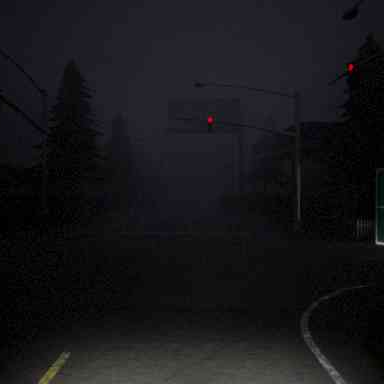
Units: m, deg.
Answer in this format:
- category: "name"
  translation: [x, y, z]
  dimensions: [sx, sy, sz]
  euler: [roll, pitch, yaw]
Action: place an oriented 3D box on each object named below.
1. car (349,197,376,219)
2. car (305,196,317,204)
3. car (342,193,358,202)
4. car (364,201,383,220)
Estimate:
- category: "car"
  translation: [14.378, 1.504, 24.979]
  dimensions: [3.866, 1.878, 1.905]
  euler: [0, 0, 0]
- category: "car"
  translation: [22.529, 1.552, 64.042]
  dimensions: [1.970, 1.475, 3.806]
  euler: [0, 0, 0]
- category: "car"
  translation: [34.936, 1.489, 71.829]
  dimensions: [2.007, 1.523, 4.514]
  euler: [0, 0, 0]
- category: "car"
  translation: [18.707, 1.672, 30.647]
  dimensions: [4.611, 1.667, 2.242]
  euler: [0, 0, 0]
